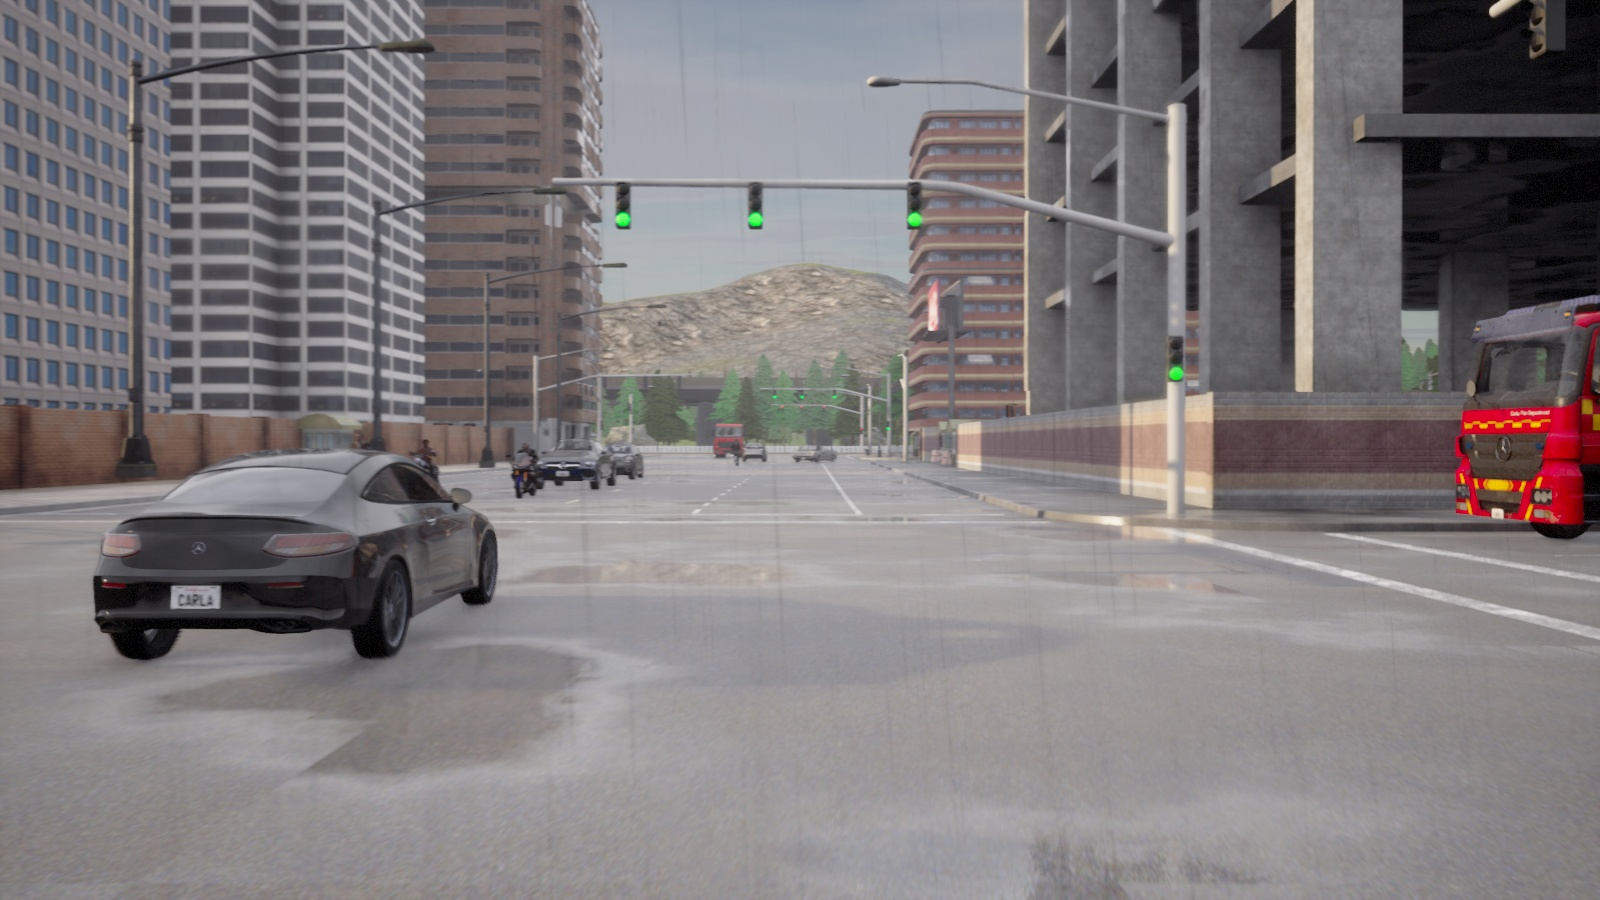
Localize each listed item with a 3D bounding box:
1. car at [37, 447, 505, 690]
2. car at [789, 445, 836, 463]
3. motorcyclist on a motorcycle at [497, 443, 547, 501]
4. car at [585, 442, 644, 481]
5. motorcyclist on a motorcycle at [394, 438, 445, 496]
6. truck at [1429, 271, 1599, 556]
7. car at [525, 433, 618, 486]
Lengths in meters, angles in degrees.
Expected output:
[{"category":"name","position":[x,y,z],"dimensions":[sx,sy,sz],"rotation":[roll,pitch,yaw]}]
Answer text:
[{"category":"car","position":[-3.732,0.708,9.901],"dimensions":[1.812,1.442,4.674],"rotation":[0,0,-1]},{"category":"car","position":[0.982,0.313,94.758],"dimensions":[1.895,1.301,4.718],"rotation":[0,0,24]},{"category":"motorcyclist on a motorcycle","position":[-7.565,0.570,34.276],"dimensions":[0.866,1.530,2.191],"rotation":[0,0,0]},{"category":"car","position":[-7.499,0.452,51.078],"dimensions":[1.845,1.501,3.633],"rotation":[0,1,0]},{"category":"motorcyclist on a motorcycle","position":[-11.057,0.465,36.536],"dimensions":[0.766,1.649,2.350],"rotation":[0,0,0]},{"category":"truck","position":[14.182,-0.490,18.390],"dimensions":[8.468,3.827,2.891],"rotation":[0,0,0]},{"category":"car","position":[-7.536,0.271,41.875],"dimensions":[2.152,1.651,5.027],"rotation":[0,0,0]}]
